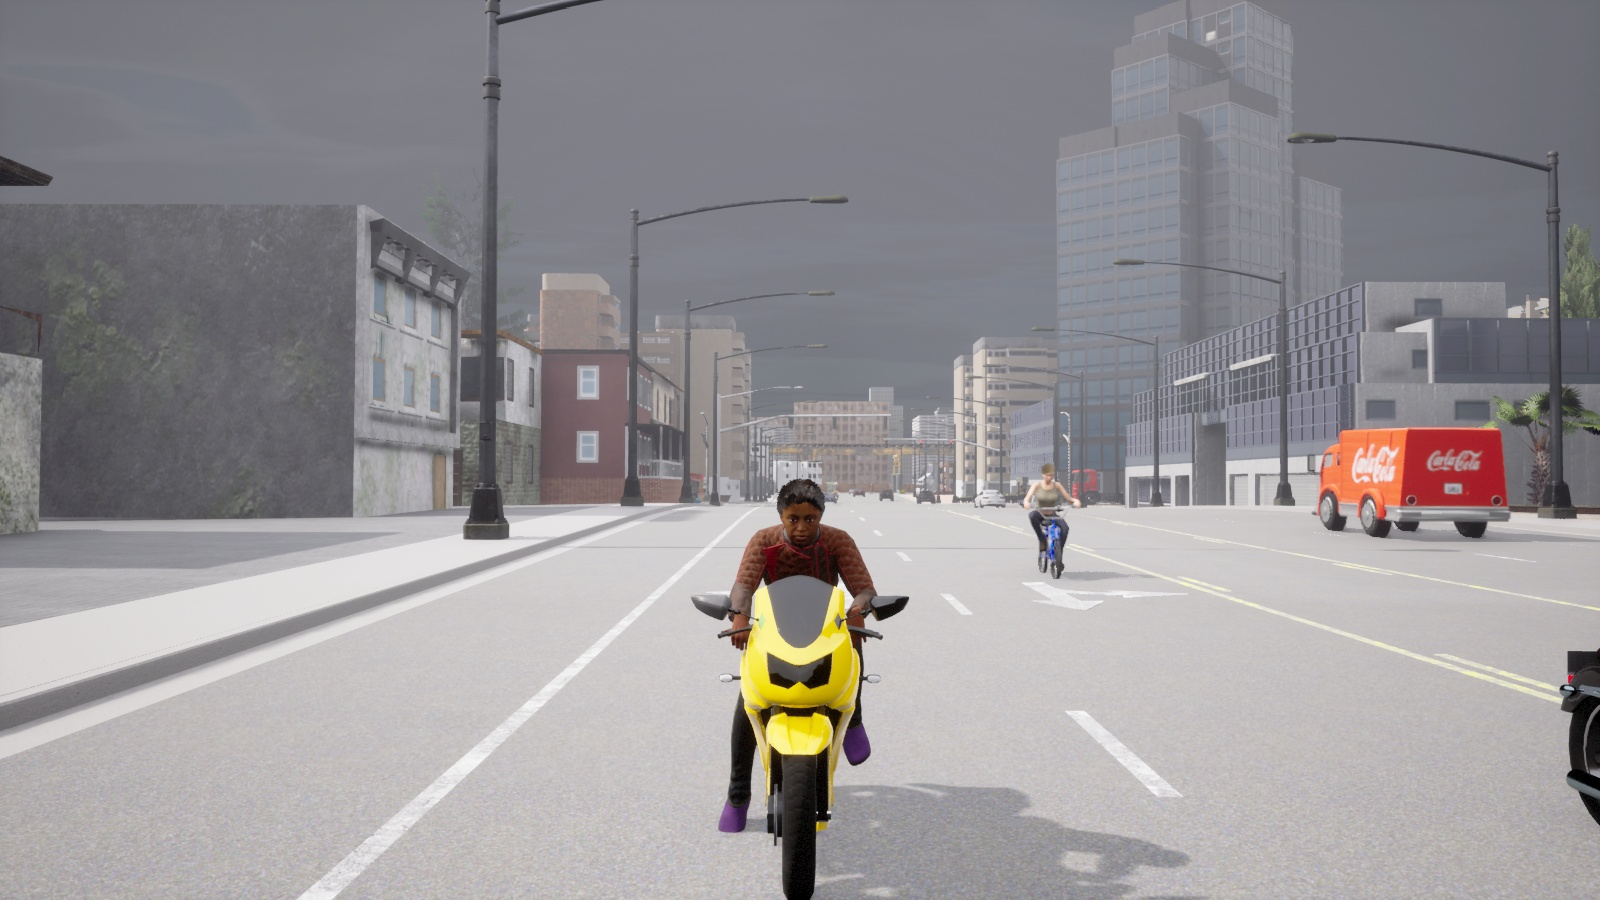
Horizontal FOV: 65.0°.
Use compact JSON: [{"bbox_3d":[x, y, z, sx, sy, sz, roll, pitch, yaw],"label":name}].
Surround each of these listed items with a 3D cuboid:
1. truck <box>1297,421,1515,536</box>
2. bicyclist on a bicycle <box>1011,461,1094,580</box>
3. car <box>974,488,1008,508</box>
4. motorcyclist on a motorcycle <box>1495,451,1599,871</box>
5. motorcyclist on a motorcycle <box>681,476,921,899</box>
[{"bbox_3d":[14.054,0.638,29.603,2.627,2.467,5.204,0,-1,0],"label":"truck"},{"bbox_3d":[3.549,0.966,17.759,0.866,1.612,1.509,0,-1,0],"label":"bicyclist on a bicycle"},{"bbox_3d":[14.162,3.577,93.469,1.812,1.442,4.674,0,-2,0],"label":"car"},{"bbox_3d":[3.517,0.821,4.476,0.766,1.649,2.350,0,-1,0],"label":"motorcyclist on a motorcycle"},{"bbox_3d":[0.010,0.876,5.219,0.797,1.523,2.044,0,-1,0],"label":"motorcyclist on a motorcycle"}]
